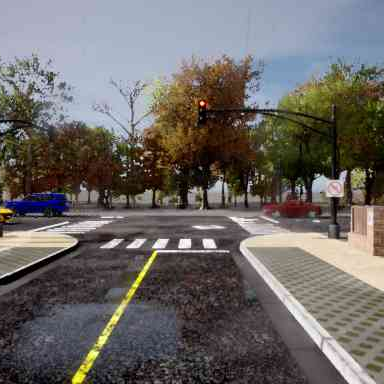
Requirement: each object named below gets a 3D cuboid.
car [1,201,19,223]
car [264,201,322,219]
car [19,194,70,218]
[{"bbox_3d":[-15.084,1.423,22.922,5.008,1.535,1.882,0,0,0],"label":"car"},{"bbox_3d":[8.913,1.521,29.601,5.008,1.535,1.882,0,0,0],"label":"car"},{"bbox_3d":[-13.803,1.180,29.621,5.566,2.045,2.150,0,0,0],"label":"car"}]
